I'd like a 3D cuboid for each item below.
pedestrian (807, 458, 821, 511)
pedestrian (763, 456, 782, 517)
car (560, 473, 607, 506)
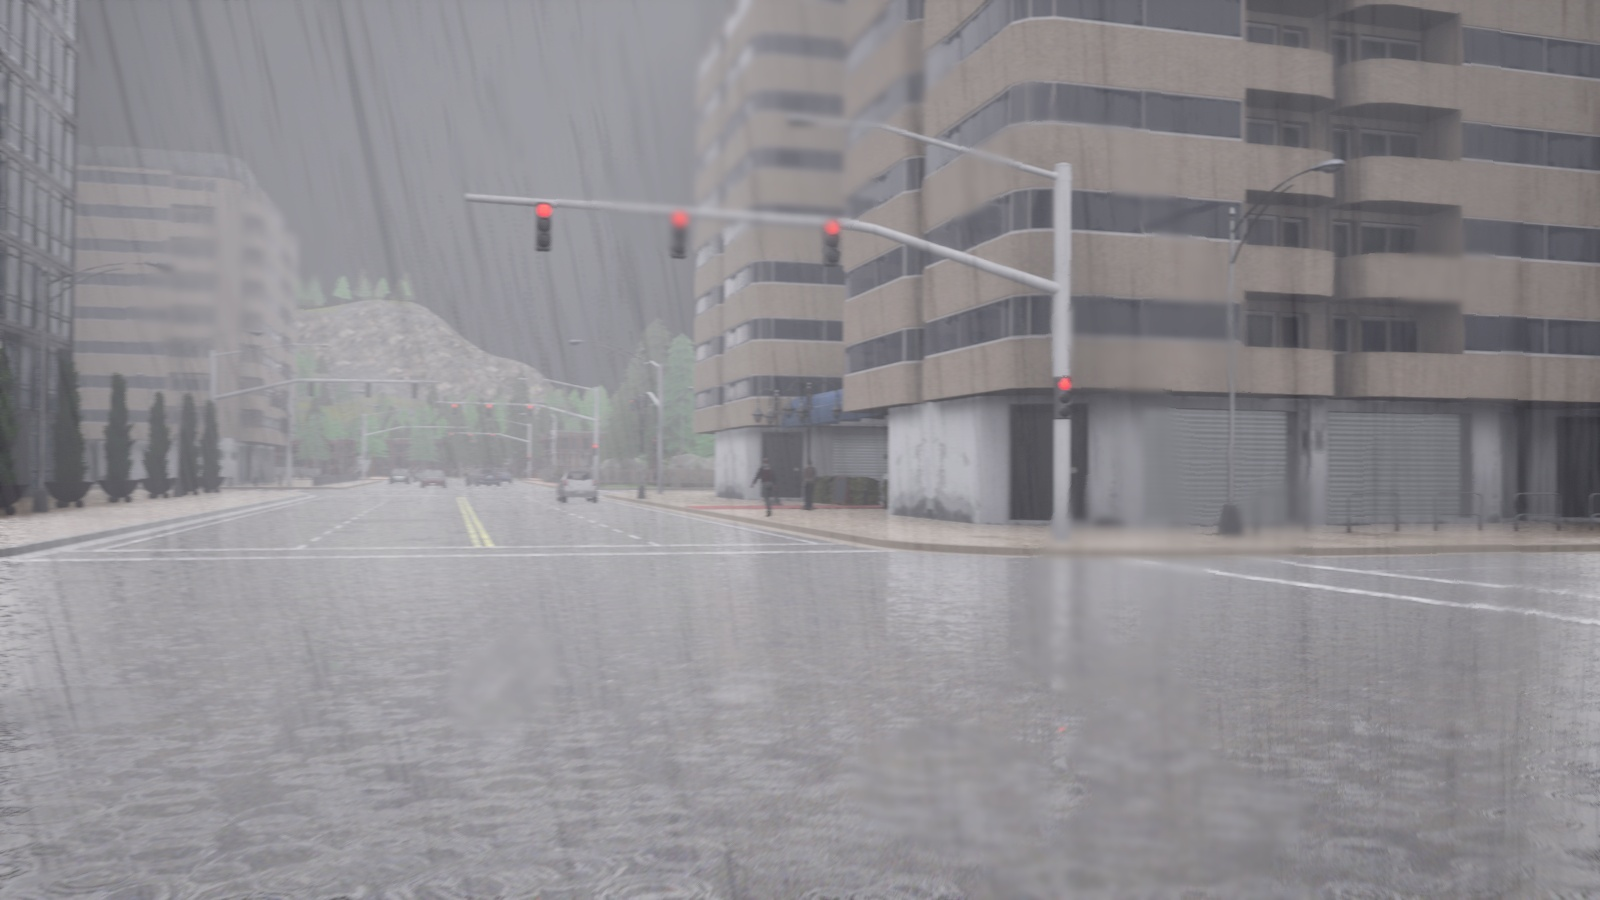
[{"bbox_3d":[0.494,1.217,44.285,0.331,1.846,0.634,0,-1,-16],"label":"pedestrian"},{"bbox_3d":[-0.840,1.125,38.717,0.376,1.854,0.720,0,-1,-19],"label":"pedestrian"},{"bbox_3d":[-10.407,1.857,60.232,1.845,1.501,3.633,0,-1,-15],"label":"car"}]
